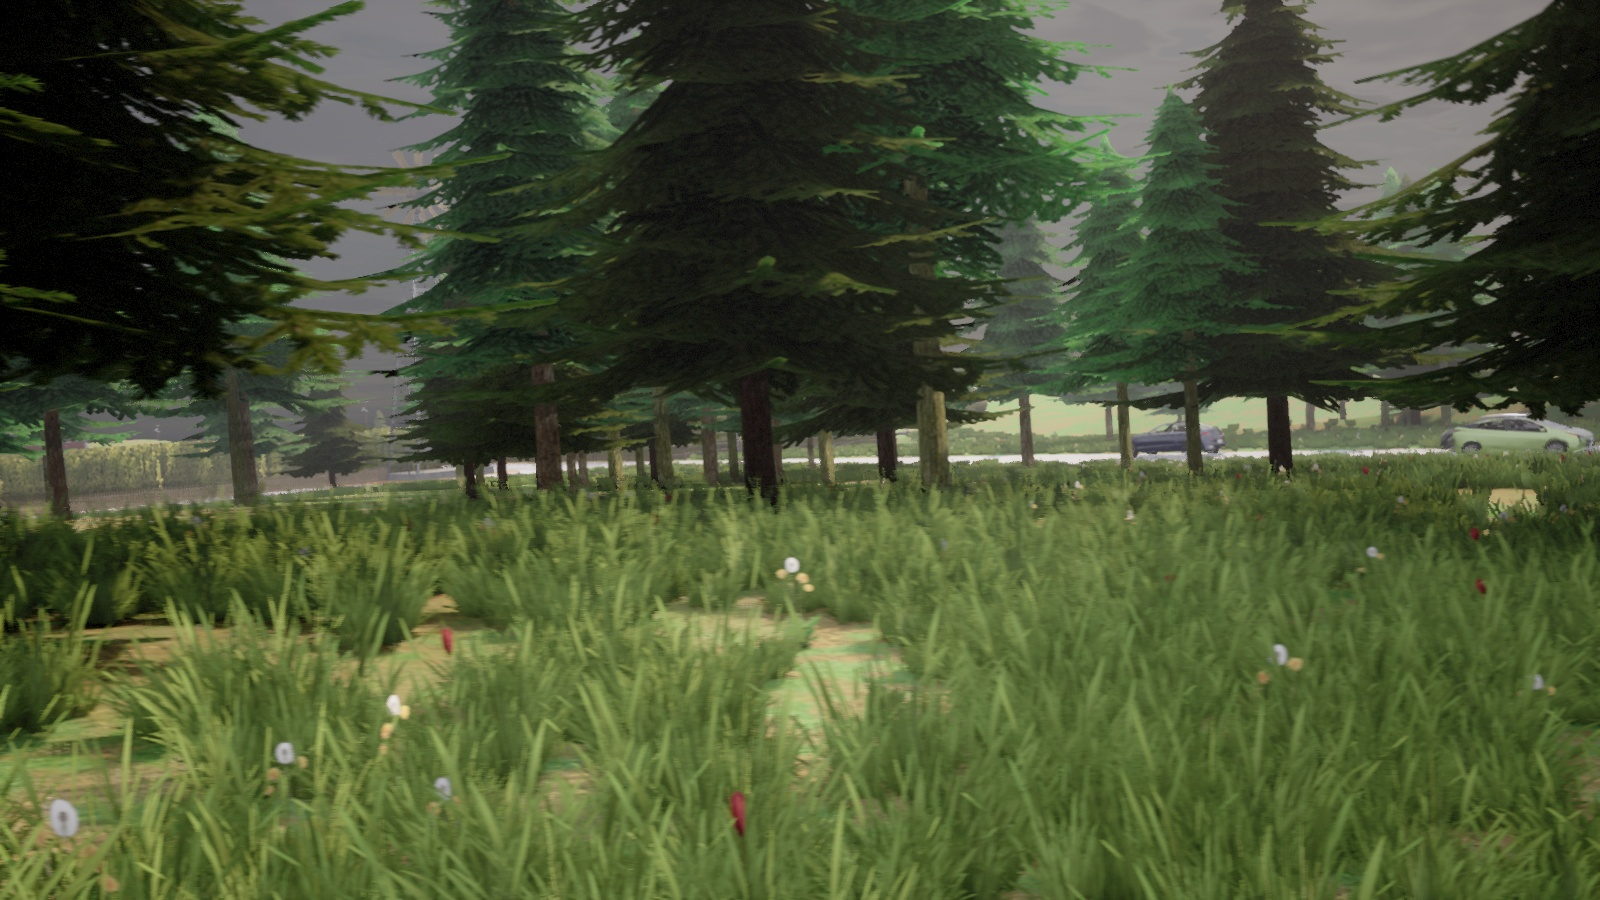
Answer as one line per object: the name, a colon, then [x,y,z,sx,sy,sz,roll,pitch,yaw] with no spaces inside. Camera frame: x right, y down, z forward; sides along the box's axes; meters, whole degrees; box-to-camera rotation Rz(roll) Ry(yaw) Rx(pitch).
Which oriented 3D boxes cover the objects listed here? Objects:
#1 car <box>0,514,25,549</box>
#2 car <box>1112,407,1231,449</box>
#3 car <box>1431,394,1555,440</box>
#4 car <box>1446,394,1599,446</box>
car: [-42.525,4.396,64.718,3.988,1.617,1.851,-7,3,-41]
car: [17.870,-1.048,60.577,2.152,1.651,5.027,-7,3,-42]
car: [27.483,-1.304,49.872,1.970,1.475,3.806,-7,3,-42]
car: [26.544,-1.077,46.142,2.007,1.525,4.514,-7,3,-42]
